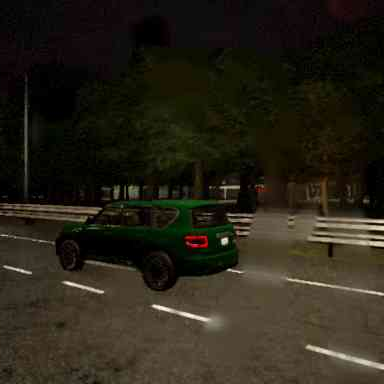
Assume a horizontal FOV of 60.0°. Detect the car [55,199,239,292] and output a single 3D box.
[{"bbox_3d":[-1.432,1.224,9.189,5.566,2.045,2.150,0,0,36],"label":"car"}]
